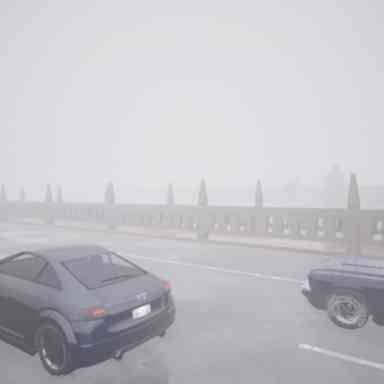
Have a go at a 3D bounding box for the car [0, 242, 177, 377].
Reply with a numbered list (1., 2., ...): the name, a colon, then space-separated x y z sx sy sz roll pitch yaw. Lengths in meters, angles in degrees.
1. car: -2.310 1.580 5.637 4.181 1.385 1.994 0 0 35

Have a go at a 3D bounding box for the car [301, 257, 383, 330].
1. car: 4.277 1.599 5.241 4.718 1.301 1.895 0 0 35
